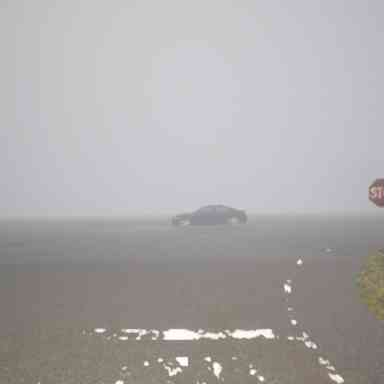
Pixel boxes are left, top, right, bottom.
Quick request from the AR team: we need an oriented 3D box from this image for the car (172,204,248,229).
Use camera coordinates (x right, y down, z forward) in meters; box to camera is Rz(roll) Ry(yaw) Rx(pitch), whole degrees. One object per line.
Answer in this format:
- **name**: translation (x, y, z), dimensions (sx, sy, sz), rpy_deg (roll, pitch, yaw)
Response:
- **car**: translation (1.170, 1.587, 22.046), dimensions (5.008, 1.535, 1.882), rpy_deg (-2, -2, -1)
